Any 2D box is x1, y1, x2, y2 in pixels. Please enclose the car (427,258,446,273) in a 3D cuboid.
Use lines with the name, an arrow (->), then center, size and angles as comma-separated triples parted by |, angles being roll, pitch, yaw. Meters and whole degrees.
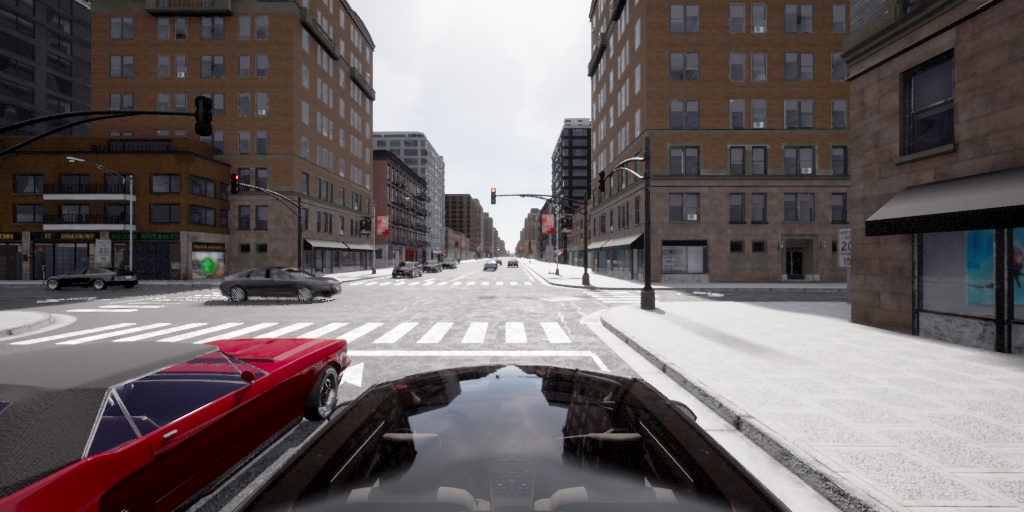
car -> -9.730, 1.251, 43.601 | 1.837, 1.490, 4.892 | 0, 0, 1

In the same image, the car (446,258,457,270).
car -> -9.695, 1.095, 54.255 | 2.097, 1.767, 4.553 | 0, 0, 0

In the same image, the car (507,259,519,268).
car -> 0.168, 1.245, 62.244 | 1.837, 1.490, 4.892 | 0, 0, 0

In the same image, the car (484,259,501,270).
car -> -3.011, 1.291, 51.626 | 2.033, 1.411, 5.357 | 0, 0, 0

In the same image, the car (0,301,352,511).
car -> -3.156, 1.351, 2.882 | 1.895, 1.301, 4.718 | 0, 0, 0

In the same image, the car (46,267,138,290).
car -> -25.321, 1.330, 21.750 | 4.313, 1.339, 1.948 | 0, 0, 0

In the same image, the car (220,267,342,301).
car -> -10.334, 1.255, 16.218 | 4.892, 1.490, 1.837 | -1, 0, -1

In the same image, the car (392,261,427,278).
car -> -9.757, 1.254, 33.766 | 1.837, 1.490, 4.892 | 0, 0, 0
